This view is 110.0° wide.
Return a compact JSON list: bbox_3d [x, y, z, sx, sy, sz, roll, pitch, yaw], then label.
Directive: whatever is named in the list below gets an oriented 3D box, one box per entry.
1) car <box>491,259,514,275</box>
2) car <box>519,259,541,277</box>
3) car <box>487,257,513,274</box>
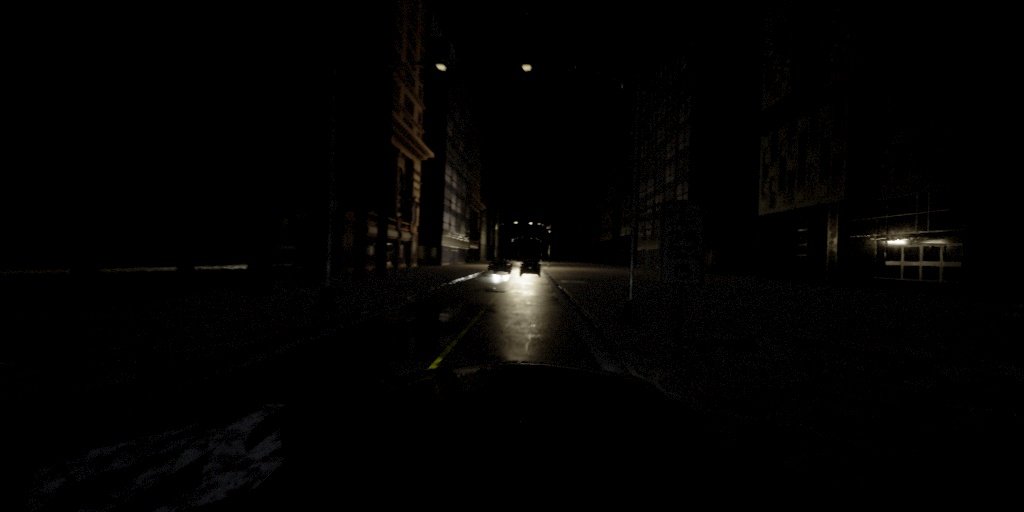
[{"bbox_3d":[-0.982,1.175,40.314,2.128,1.511,4.902,2,0,3],"label":"car"},{"bbox_3d":[1.862,1.142,36.345,2.097,1.767,4.553,2,0,4],"label":"car"},{"bbox_3d":[-1.257,0.833,35.123,2.033,1.411,5.357,2,0,3],"label":"car"}]
